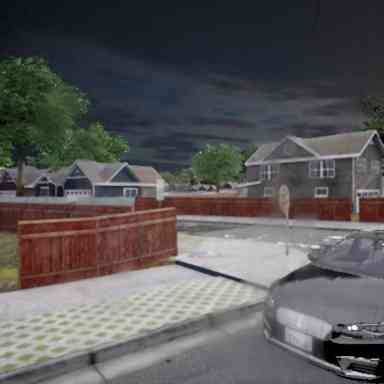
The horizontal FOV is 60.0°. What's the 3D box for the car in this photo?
[{"bbox_3d":[3.205,1.424,5.337,4.902,1.511,2.128,-1,1,-37],"label":"car"}]
